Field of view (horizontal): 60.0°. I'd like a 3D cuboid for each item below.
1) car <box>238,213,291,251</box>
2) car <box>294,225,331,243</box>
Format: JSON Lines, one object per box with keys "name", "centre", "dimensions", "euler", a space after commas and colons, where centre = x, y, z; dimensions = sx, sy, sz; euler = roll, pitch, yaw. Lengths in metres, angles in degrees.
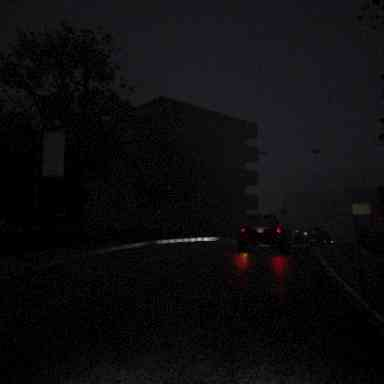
{"name": "car", "centre": [3.727, 1.906, 16.602], "dimensions": [2.097, 1.767, 4.553], "euler": [-1, -6, 20]}
{"name": "car", "centre": [10.111, 3.466, 27.794], "dimensions": [1.994, 1.385, 4.181], "euler": [-3, -8, 37]}
